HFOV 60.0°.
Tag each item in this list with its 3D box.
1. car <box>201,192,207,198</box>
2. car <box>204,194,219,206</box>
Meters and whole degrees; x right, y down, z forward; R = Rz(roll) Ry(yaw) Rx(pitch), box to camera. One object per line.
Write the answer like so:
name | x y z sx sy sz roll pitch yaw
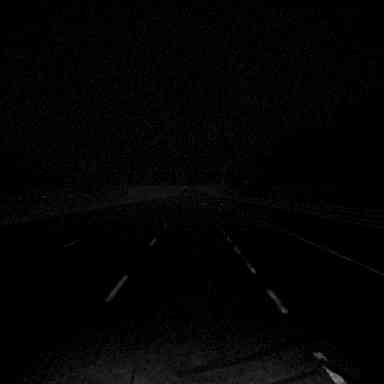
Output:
car | 3.510 1.400 72.224 1.882 1.535 5.008 0 0 0
car | 3.507 1.530 55.679 1.994 1.385 4.181 0 0 0
